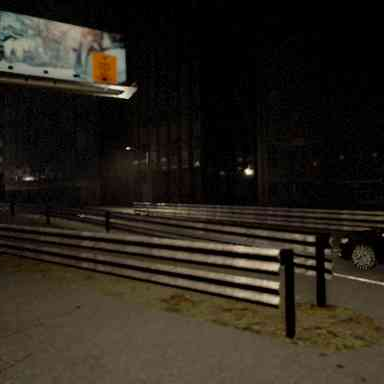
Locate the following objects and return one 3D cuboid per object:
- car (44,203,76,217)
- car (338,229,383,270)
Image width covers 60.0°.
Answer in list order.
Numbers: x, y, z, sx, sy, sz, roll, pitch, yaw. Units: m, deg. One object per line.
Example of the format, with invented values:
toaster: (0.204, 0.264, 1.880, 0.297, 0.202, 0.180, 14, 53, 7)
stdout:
car: (-12.915, 1.724, 32.383, 1.994, 1.385, 4.181, 0, 0, -42)
car: (6.426, 1.431, 8.747, 2.128, 1.511, 4.902, 0, 0, -39)
